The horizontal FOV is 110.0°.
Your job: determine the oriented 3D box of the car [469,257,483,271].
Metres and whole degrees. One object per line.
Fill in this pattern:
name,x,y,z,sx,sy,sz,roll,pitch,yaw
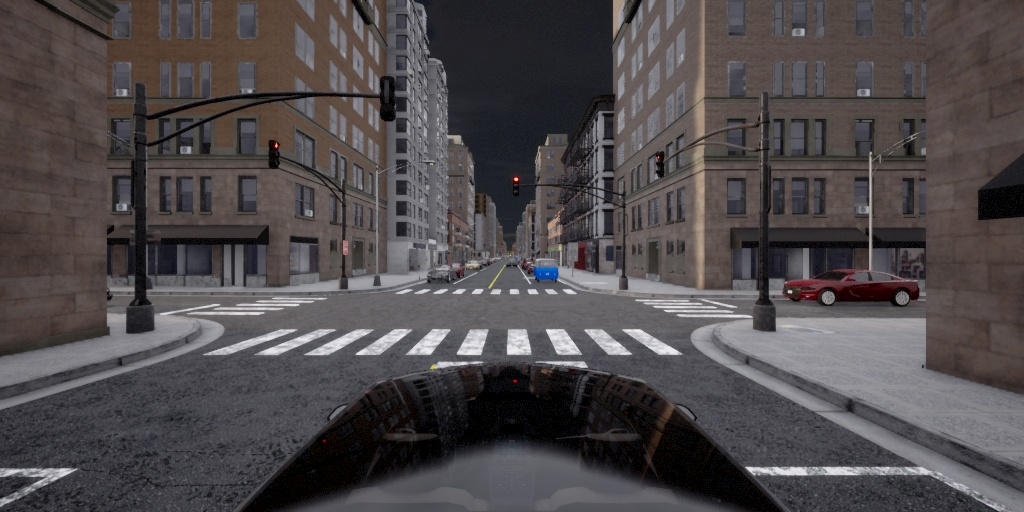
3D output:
car,-5.478,1.270,50.504,1.751,1.417,4.829,0,0,0

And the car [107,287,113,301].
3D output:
car,-17.751,1.198,12.776,5.357,1.411,2.033,0,0,0

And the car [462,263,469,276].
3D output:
car,-5.446,1.294,33.627,1.888,1.381,4.507,0,0,0

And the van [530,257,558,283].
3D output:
van,2.589,1.090,27.969,1.690,1.789,3.998,0,0,0

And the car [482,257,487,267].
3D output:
car,-5.488,1.306,56.356,1.948,1.339,4.313,0,0,0

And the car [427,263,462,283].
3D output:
car,-5.436,1.299,27.946,2.007,1.370,4.403,0,0,0

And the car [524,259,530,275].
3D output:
car,2.568,1.330,39.331,1.802,1.307,4.207,0,0,0

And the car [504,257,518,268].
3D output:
car,-0.012,1.337,61.580,1.895,1.301,4.718,0,0,0

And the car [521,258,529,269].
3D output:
car,2.547,1.326,50.695,1.802,1.307,4.207,0,0,0

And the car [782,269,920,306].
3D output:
car,14.790,1.326,15.833,5.008,1.535,1.882,0,0,1

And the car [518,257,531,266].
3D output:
car,2.537,1.055,56.376,2.192,1.841,5.009,0,0,0
